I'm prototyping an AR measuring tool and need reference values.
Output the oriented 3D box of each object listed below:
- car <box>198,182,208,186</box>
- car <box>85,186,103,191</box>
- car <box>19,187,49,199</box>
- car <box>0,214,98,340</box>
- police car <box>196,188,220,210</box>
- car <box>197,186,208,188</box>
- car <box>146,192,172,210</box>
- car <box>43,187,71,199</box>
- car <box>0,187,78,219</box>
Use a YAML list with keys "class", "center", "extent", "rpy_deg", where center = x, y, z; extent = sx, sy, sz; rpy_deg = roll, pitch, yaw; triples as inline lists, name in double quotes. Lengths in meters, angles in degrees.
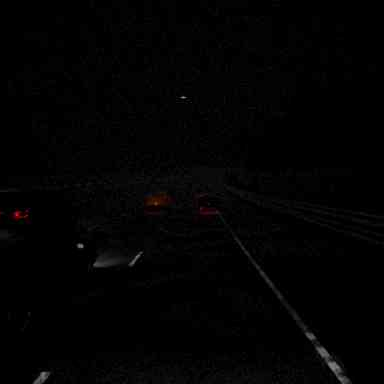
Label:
- class: "car"
  center: [1.790, -0.582, 64.258]
  extent: [1.812, 1.442, 4.674]
  rpy_deg: [0, 3, 3]
- class: "car"
  center: [-16.239, -0.141, 54.911]
  extent: [2.128, 1.511, 4.902]
  rpy_deg: [0, 3, 3]
- class: "car"
  center: [-23.488, 0.069, 49.759]
  extent: [1.882, 1.535, 5.008]
  rpy_deg: [0, 2, 3]
- class: "car"
  center: [-3.373, 1.411, 6.226]
  extent: [2.033, 1.411, 5.357]
  rpy_deg: [0, 1, 0]
- class: "police car"
  center: [1.463, 0.695, 30.289]
  extent: [1.930, 1.638, 5.238]
  rpy_deg: [0, 1, 2]
- class: "car"
  center: [1.986, 0.276, 45.979]
  extent: [1.837, 1.490, 4.892]
  rpy_deg: [0, 2, 2]
- class: "car"
  center: [-2.970, 0.737, 30.503]
  extent: [1.882, 1.535, 5.008]
  rpy_deg: [0, 1, 1]
- class: "car"
  center: [-19.991, 0.079, 49.590]
  extent: [1.882, 1.535, 5.008]
  rpy_deg: [0, 2, 3]
- class: "car"
  center: [-6.795, 0.896, 14.228]
  extent: [2.150, 2.045, 5.566]
  rpy_deg: [0, 1, 1]
